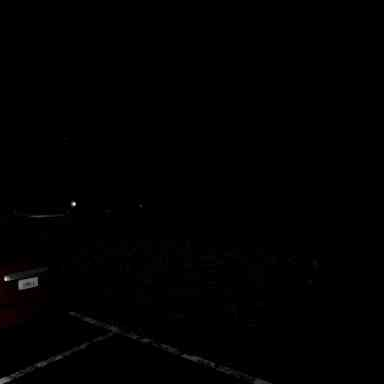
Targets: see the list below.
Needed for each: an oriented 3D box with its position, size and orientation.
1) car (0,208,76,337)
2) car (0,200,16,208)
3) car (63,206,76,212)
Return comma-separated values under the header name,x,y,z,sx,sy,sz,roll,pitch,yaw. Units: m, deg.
name,x,y,z,sx,sy,sz,roll,pitch,yaw
car,-4.135,1.316,5.901,5.009,1.841,2.192,0,-1,36
car,-18.234,1.502,29.758,2.097,1.767,4.553,-1,-1,37
car,-12.159,1.837,37.944,1.895,1.301,4.718,-1,-1,36
